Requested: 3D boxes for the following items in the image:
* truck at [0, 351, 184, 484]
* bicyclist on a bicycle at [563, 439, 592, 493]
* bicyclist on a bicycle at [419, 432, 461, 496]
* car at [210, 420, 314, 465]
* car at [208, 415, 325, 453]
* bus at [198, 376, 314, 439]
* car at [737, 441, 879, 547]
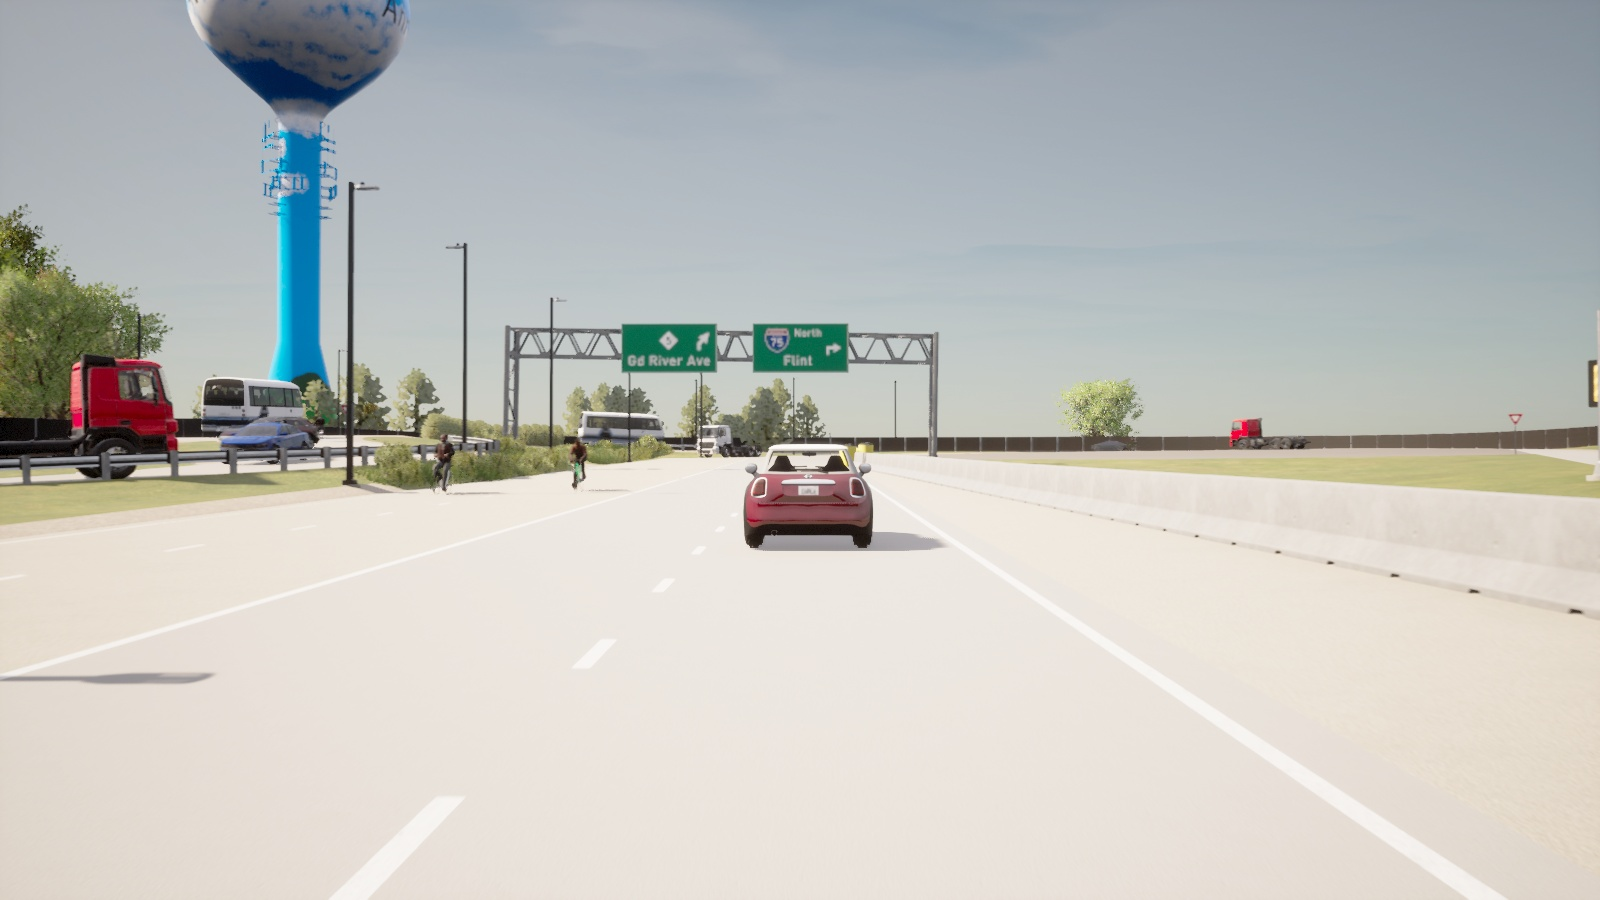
[{"bbox_3d":[-21.462,-0.857,34.088,7.936,3.462,2.891,-3,2,-40],"label":"truck"},{"bbox_3d":[-6.767,0.469,38.232,0.582,1.620,1.656,0,1,0],"label":"bicyclist on a bicycle"},{"bbox_3d":[-10.280,0.396,35.910,0.659,1.776,1.843,0,0,0],"label":"bicyclist on a bicycle"},{"bbox_3d":[-20.199,-0.315,47.401,1.882,1.535,5.008,0,2,-2],"label":"car"},{"bbox_3d":[-25.127,-0.794,59.370,2.033,1.649,4.856,2,3,29],"label":"car"},{"bbox_3d":[-39.241,-3.051,91.115,3.944,4.253,10.273,1,1,0],"label":"bus"},{"bbox_3d":[0.125,0.604,19.347,1.970,1.475,3.806,0,0,0],"label":"car"}]
